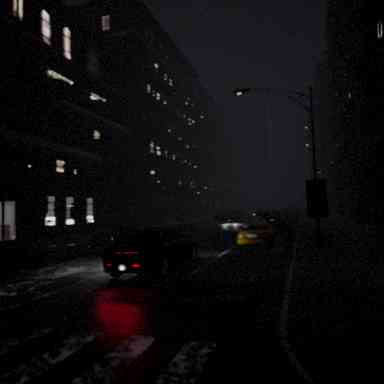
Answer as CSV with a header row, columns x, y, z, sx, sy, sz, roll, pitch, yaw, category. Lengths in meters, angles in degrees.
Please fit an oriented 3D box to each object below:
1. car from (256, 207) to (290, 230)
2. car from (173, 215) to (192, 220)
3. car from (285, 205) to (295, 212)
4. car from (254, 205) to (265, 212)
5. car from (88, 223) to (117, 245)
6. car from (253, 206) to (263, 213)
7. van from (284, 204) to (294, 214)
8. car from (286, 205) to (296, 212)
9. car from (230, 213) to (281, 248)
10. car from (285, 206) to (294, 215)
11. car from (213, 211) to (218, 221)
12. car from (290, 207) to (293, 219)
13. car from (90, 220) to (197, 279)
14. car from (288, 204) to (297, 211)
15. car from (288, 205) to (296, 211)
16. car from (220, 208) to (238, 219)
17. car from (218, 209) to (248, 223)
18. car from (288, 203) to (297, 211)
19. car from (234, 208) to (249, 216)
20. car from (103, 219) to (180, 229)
x,y,z,sx,sy,sz,roll,pitch,yaw,category
6.923,2.323,28.133,1.967,1.590,4.097,-2,-2,18,car
-1.102,2.792,30.520,1.752,1.417,4.829,-2,-2,18,car
13.837,3.082,49.175,1.947,1.339,4.313,-2,-2,18,car
17.955,4.316,88.570,2.192,1.841,5.009,-2,-2,18,car
-4.504,2.534,20.155,1.802,1.307,4.206,-2,-2,18,car
8.905,2.945,42.635,1.812,1.442,4.674,-3,-2,18,car
19.017,3.328,64.969,1.690,1.788,3.998,-2,-2,18,van
22.474,3.740,75.491,1.967,1.590,4.097,-2,-2,18,car
3.521,2.094,17.768,1.752,1.417,4.829,-2,-2,18,car
12.109,2.925,43.914,1.947,1.339,4.313,-2,-2,18,car
4.136,3.292,46.466,1.887,1.381,4.507,-2,-2,18,car
10.381,2.783,38.651,1.802,1.307,4.206,-2,-2,18,car
-1.271,1.991,11.834,1.837,1.490,4.892,-3,-3,18,car
17.291,3.270,59.704,1.967,1.590,4.097,-2,-2,18,car
25.933,4.157,86.011,1.887,1.381,4.507,-2,-2,18,car
5.862,3.345,51.732,1.967,1.590,4.097,-2,-2,18,car
5.146,3.037,41.134,2.033,1.411,5.357,-3,-3,19,car
27.656,4.082,91.281,2.192,1.841,5.009,-2,-2,18,car
9.319,3.763,62.252,1.887,1.381,4.507,-2,-2,18,car
-2.510,2.391,17.973,1.895,1.301,4.718,-3,-3,18,car
